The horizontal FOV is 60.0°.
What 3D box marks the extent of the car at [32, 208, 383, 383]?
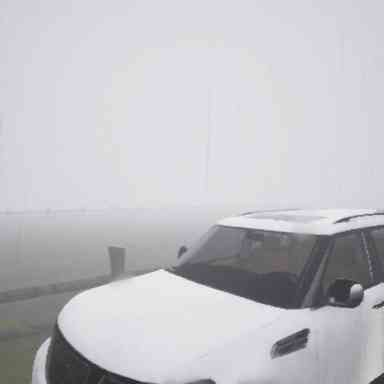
[{"bbox_3d":[1.203,1.262,3.982,5.566,2.045,2.150,0,-1,-37],"label":"car"}]
